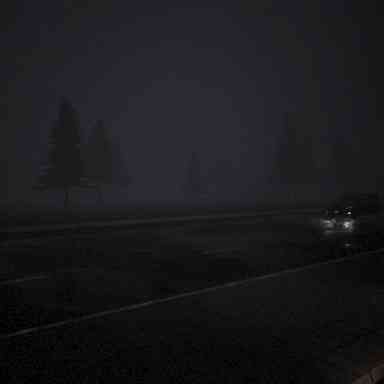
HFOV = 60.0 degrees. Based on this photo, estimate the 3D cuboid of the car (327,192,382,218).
[{"bbox_3d":[13.510,1.104,27.534,5.566,2.045,2.150,-2,1,-35],"label":"car"}]
